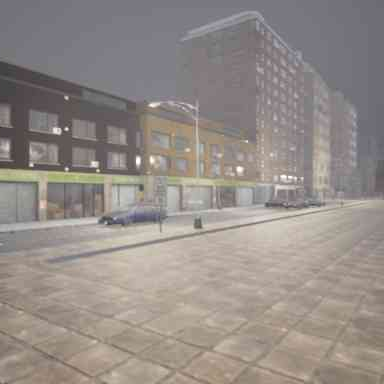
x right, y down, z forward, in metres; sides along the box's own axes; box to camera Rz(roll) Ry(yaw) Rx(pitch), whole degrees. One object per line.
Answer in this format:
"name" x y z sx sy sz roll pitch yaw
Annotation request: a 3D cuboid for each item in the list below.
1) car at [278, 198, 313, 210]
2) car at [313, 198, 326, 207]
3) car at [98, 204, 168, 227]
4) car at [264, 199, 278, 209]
"car" 13.257 1.511 42.194 2.033 1.411 5.357 0 0 36
"car" 18.543 1.518 49.696 1.994 1.385 4.181 0 0 36
"car" -3.905 1.555 23.149 2.033 1.411 5.357 0 0 36
"car" 11.351 1.565 44.417 1.895 1.301 4.718 0 0 36
